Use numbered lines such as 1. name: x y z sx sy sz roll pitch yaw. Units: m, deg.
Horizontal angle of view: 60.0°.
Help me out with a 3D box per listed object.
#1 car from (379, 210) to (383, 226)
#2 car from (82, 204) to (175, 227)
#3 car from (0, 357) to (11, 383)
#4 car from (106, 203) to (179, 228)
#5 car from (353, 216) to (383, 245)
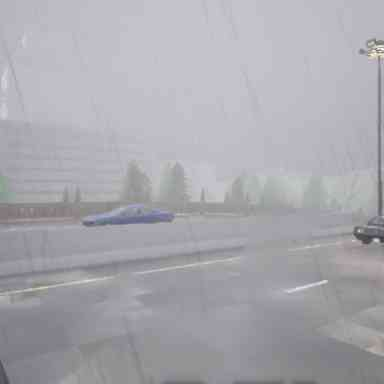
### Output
1. car: 19.346 2.511 30.681 4.674 1.442 1.812 6 -3 -35
2. car: -3.550 1.505 18.658 5.008 1.535 1.882 0 0 -35
3. car: -3.585 1.539 1.189 5.357 1.411 2.033 0 0 -36
4. car: -3.378 1.561 23.079 4.674 1.442 1.812 0 0 -35
5. car: 9.189 1.684 14.603 4.718 1.301 1.895 1 -1 -36
